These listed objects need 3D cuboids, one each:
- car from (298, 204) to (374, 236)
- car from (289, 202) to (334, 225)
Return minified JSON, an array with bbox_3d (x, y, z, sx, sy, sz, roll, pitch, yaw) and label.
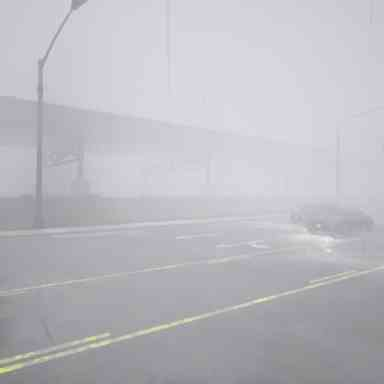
[{"bbox_3d":[8.180,1.557,18.376,4.181,1.385,1.994,0,0,-35],"label":"car"},{"bbox_3d":[8.799,1.485,23.148,4.892,1.490,1.837,0,0,-35],"label":"car"}]
